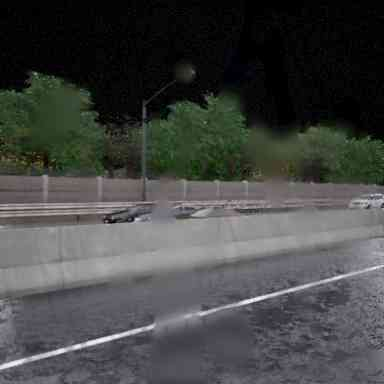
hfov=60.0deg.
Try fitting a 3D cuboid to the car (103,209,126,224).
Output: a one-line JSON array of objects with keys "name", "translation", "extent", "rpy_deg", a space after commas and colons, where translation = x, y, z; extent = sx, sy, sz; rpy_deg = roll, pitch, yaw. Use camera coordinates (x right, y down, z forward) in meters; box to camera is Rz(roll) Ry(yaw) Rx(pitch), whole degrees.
[{"name": "car", "translation": [-3.360, 1.560, 23.089], "extent": [5.357, 1.411, 2.033], "rpy_deg": [0, 0, -35]}]

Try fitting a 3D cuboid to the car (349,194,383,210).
[{"name": "car", "translation": [21.678, 1.302, 40.896], "extent": [5.566, 2.045, 2.150], "rpy_deg": [0, 0, -35]}]

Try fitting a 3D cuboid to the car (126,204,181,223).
[{"name": "car", "translation": [-1.144, 1.505, 20.364], "extent": [4.902, 1.511, 2.128], "rpy_deg": [0, 0, -35]}]

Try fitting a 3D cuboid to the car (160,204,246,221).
[{"name": "car", "translation": [0.939, 1.539, 17.553], "extent": [4.674, 1.442, 1.812], "rpy_deg": [0, 0, -35]}]
